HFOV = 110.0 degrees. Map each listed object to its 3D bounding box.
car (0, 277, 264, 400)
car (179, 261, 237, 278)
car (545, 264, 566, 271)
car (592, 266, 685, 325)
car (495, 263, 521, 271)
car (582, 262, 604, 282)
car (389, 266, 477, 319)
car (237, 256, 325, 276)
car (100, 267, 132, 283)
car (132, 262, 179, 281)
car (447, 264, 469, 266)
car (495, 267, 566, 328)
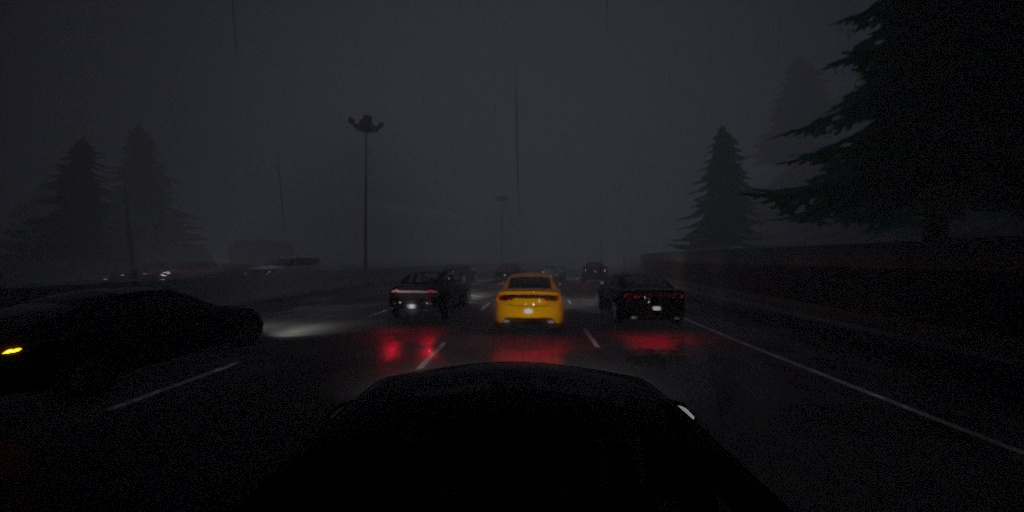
[{"bbox_3d":[-6.719,1.277,6.348,1.812,1.442,4.674,0,0,2],"label":"car"},{"bbox_3d":[-19.216,1.279,24.585,1.882,1.535,5.008,0,-1,9],"label":"car"},{"bbox_3d":[3.635,1.436,31.295,1.812,1.442,4.674,0,0,13],"label":"car"},{"bbox_3d":[4.163,1.295,12.307,1.882,1.535,5.008,0,0,4],"label":"car"},{"bbox_3d":[-0.058,1.374,30.805,1.882,1.535,5.008,0,0,12],"label":"car"},{"bbox_3d":[7.152,1.273,30.910,2.097,1.767,4.553,0,0,13],"label":"car"},{"bbox_3d":[-2.788,1.290,13.055,2.128,1.511,4.902,0,0,5],"label":"car"},{"bbox_3d":[-15.590,1.022,25.114,2.150,2.045,5.566,0,0,9],"label":"car"},{"bbox_3d":[-26.112,1.277,25.788,2.128,1.511,4.902,0,0,9],"label":"car"},{"bbox_3d":[-22.699,1.143,24.954,2.097,1.767,4.553,0,0,9],"label":"car"},{"bbox_3d":[-4.159,1.375,28.297,1.837,1.490,4.892,0,0,11],"label":"car"},{"bbox_3d":[0.607,1.280,11.682,1.882,1.535,5.008,0,0,4],"label":"car"}]
